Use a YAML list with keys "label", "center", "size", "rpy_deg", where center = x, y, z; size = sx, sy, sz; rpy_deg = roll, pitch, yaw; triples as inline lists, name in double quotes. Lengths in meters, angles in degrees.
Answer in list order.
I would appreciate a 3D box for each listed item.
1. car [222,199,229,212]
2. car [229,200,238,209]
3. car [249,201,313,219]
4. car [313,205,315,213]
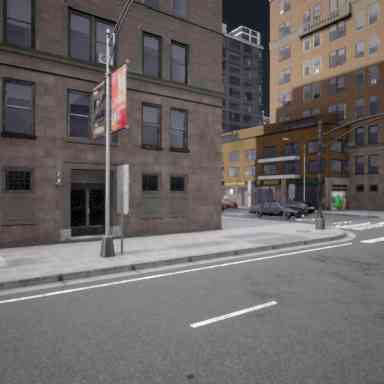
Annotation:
- label: "car"
  center: [1.645, 1.592, 37.379]
  size: [1.895, 1.301, 4.718]
  rpy_deg: [0, 0, -35]
- label: "car"
  center: [4.182, 1.594, 43.298]
  size: [1.802, 1.307, 4.206]
  rpy_deg: [0, 0, -35]
- label: "car"
  center: [7.428, 1.541, 29.170]
  size: [2.033, 1.411, 5.357]
  rpy_deg: [0, 0, -37]
- label: "car"
  center: [10.545, 1.580, 34.298]
  size: [1.947, 1.339, 4.313]
  rpy_deg: [0, 0, -35]
